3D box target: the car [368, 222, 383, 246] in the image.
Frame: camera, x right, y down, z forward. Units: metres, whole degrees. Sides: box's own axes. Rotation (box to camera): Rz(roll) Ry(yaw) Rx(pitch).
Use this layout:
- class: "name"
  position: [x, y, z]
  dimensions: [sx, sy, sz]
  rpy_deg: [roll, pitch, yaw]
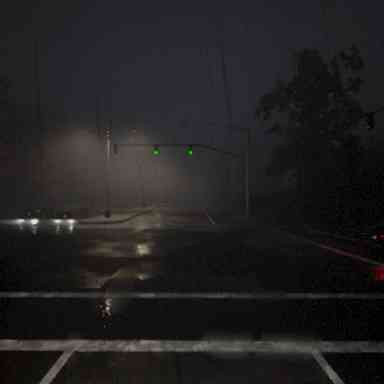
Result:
- class: "car"
  position: [9.704, 1.654, 13.512]
  dimensions: [4.674, 1.442, 1.812]
  rpy_deg: [0, -1, 0]

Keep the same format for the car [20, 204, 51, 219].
- class: "car"
  position: [-15.126, 1.859, 32.903]
  dimensions: [1.994, 1.385, 4.181]
  rpy_deg: [0, -1, 0]

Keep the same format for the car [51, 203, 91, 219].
- class: "car"
  position: [-11.625, 1.845, 33.125]
  dimensions: [2.033, 1.411, 5.357]
  rpy_deg: [0, -1, 0]
